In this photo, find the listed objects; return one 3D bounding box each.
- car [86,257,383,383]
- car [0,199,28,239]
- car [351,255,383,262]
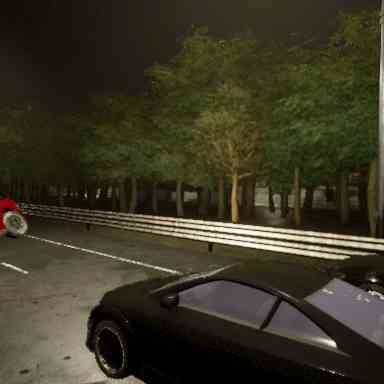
[{"bbox_3d":[0.621,1.530,3.903,4.181,1.385,1.994,1,0,39],"label":"car"},{"bbox_3d":[-4.873,1.084,6.166,1.895,1.301,4.718,-33,10,-2],"label":"car"},{"bbox_3d":[4.643,1.506,5.194,4.892,1.490,1.837,1,1,37],"label":"car"}]
